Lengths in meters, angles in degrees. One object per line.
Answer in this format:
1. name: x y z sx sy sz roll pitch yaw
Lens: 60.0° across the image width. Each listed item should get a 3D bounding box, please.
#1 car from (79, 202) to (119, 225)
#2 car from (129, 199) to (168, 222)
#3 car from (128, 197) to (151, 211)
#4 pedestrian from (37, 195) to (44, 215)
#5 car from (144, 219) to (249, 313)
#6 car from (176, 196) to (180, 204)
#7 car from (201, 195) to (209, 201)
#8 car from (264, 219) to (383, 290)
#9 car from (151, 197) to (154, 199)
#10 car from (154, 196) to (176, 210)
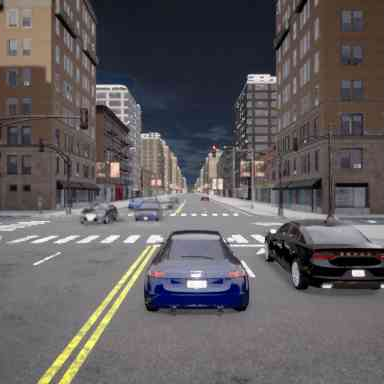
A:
1. car: -6.618 1.495 24.111 2.128 1.511 4.902 0 0 0
2. car: -3.376 1.556 26.917 2.033 1.411 5.357 0 0 0
3. car: -6.627 1.476 41.021 1.882 1.535 5.008 0 0 0
4. pedestrian: -14.166 1.169 31.071 0.375 1.860 0.375 0 0 0
5. car: 0.082 1.564 7.759 1.994 1.385 4.181 0 0 0
6. car: -3.364 1.499 61.551 1.837 1.490 4.892 0 -1 0
7. car: 3.187 1.465 80.561 1.882 1.535 5.008 0 0 0
8. car: 3.331 1.478 9.137 1.882 1.535 5.008 0 0 0
9. car: -6.633 1.556 55.896 1.994 1.385 4.181 0 0 0
10. car: -3.383 1.524 42.356 1.812 1.442 4.674 0 0 0
